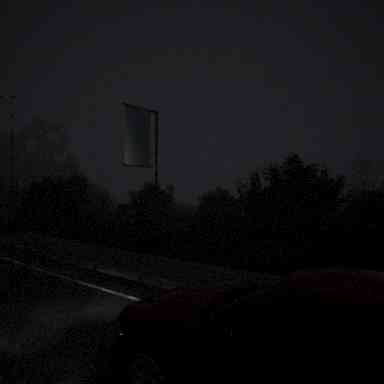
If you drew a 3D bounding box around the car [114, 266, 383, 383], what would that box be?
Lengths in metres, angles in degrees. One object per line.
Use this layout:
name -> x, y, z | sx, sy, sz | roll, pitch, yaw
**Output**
car -> 1.392, 1.487, 3.141 | 5.008, 1.535, 1.882 | 0, 0, 36
